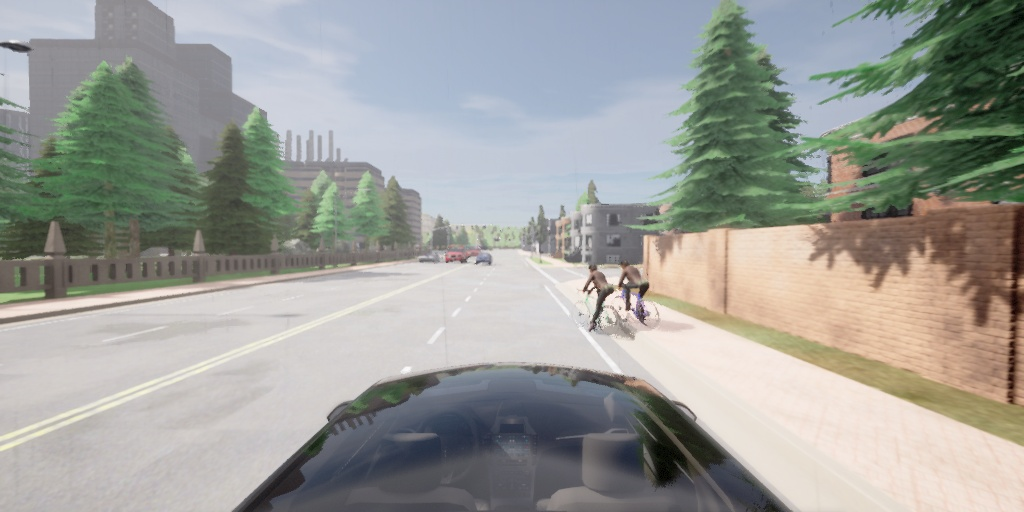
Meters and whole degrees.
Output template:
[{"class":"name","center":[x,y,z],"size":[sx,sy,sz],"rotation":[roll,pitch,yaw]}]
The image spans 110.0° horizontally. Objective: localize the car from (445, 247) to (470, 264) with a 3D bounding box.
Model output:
[{"class":"car","center":[-7.041,-0.080,45.590],"size":[2.150,2.045,5.566],"rotation":[0,1,0]}]

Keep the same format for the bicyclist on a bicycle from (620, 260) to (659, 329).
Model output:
[{"class":"bicyclist on a bicycle","center":[2.948,0.911,8.815],"size":[0.582,1.620,1.656],"rotation":[-7,2,-23]}]

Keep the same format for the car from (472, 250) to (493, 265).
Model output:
[{"class":"car","center":[-3.359,0.297,43.997],"size":[2.033,1.411,5.357],"rotation":[0,1,0]}]

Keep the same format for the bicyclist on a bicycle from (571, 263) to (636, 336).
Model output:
[{"class":"bicyclist on a bicycle","center":[2.012,1.028,8.662],"size":[0.582,1.620,1.656],"rotation":[7,-3,-31]}]

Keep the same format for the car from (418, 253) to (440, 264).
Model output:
[{"class":"car","center":[-10.540,0.279,45.864],"size":[1.895,1.301,4.718],"rotation":[0,1,0]}]
